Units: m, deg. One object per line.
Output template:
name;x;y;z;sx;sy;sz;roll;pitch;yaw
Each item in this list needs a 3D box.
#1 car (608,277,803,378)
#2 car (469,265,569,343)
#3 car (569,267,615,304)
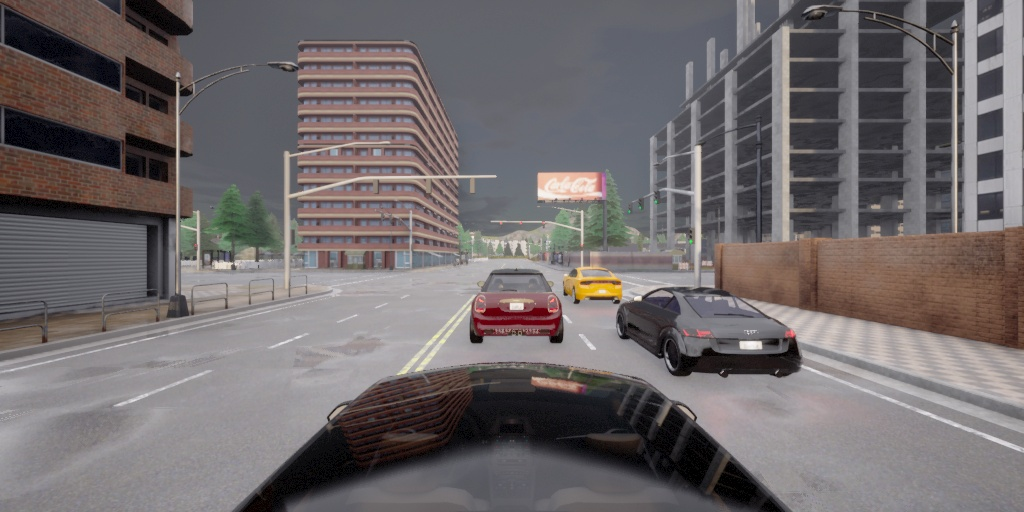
car;3.598;1.314;7.410;1.994;1.385;4.181;0;0;0
car;0.100;1.102;9.814;2.097;1.767;4.553;0;0;0
car;3.498;1.228;16.343;1.882;1.535;5.008;0;0;0
